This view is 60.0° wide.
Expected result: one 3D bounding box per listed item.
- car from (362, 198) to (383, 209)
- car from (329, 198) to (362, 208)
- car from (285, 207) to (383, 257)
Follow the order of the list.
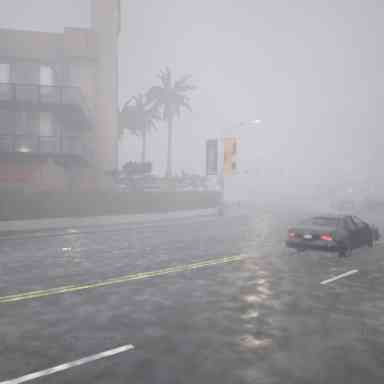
[{"bbox_3d":[21.450,1.487,39.800,1.837,1.490,4.892,0,0,5],"label":"car"},{"bbox_3d":[17.993,1.472,39.964,2.128,1.511,4.902,0,0,6],"label":"car"},{"bbox_3d":[5.601,1.541,12.948,2.033,1.411,5.357,0,0,44],"label":"car"}]
